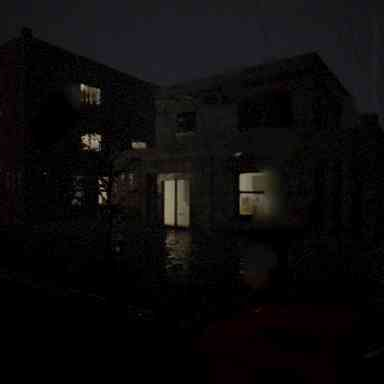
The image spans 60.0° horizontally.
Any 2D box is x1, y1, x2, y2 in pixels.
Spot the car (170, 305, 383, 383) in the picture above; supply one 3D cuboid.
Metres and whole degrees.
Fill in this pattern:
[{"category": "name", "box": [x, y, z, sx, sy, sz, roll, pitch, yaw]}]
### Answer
[{"category": "car", "box": [2.087, 1.323, 1.390, 5.009, 1.841, 2.192, 1, 0, 35]}]
